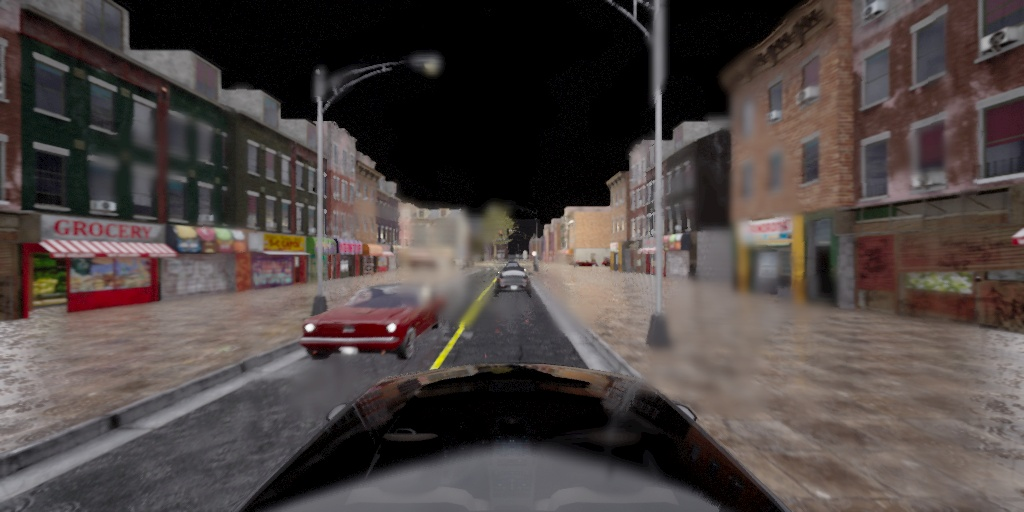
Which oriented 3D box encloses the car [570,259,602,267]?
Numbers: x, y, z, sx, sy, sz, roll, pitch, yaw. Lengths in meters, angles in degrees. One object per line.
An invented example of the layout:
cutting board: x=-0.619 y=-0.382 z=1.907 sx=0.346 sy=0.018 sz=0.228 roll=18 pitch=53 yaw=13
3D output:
car: x=11.888 y=1.223 z=59.163 sx=4.507 sy=1.381 sz=1.888 roll=0 pitch=0 yaw=0

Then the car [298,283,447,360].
car: x=-2.855 y=1.349 z=8.483 sx=1.895 sy=1.301 sz=4.718 roll=0 pitch=0 yaw=0

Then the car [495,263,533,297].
car: x=0.085 y=1.272 z=18.679 sx=1.812 sy=1.442 sz=4.674 roll=0 pitch=0 yaw=0

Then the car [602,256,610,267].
car: x=17.322 y=0.955 z=59.179 sx=5.009 sy=1.841 sz=2.192 roll=0 pitch=0 yaw=0

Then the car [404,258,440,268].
car: x=-14.520 y=1.187 z=59.088 sx=5.009 sy=1.841 sz=2.192 roll=0 pitch=0 yaw=0

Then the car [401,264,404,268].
car: x=-19.946 y=1.480 z=59.073 sx=4.313 sy=1.339 sz=1.948 roll=0 pitch=0 yaw=0
